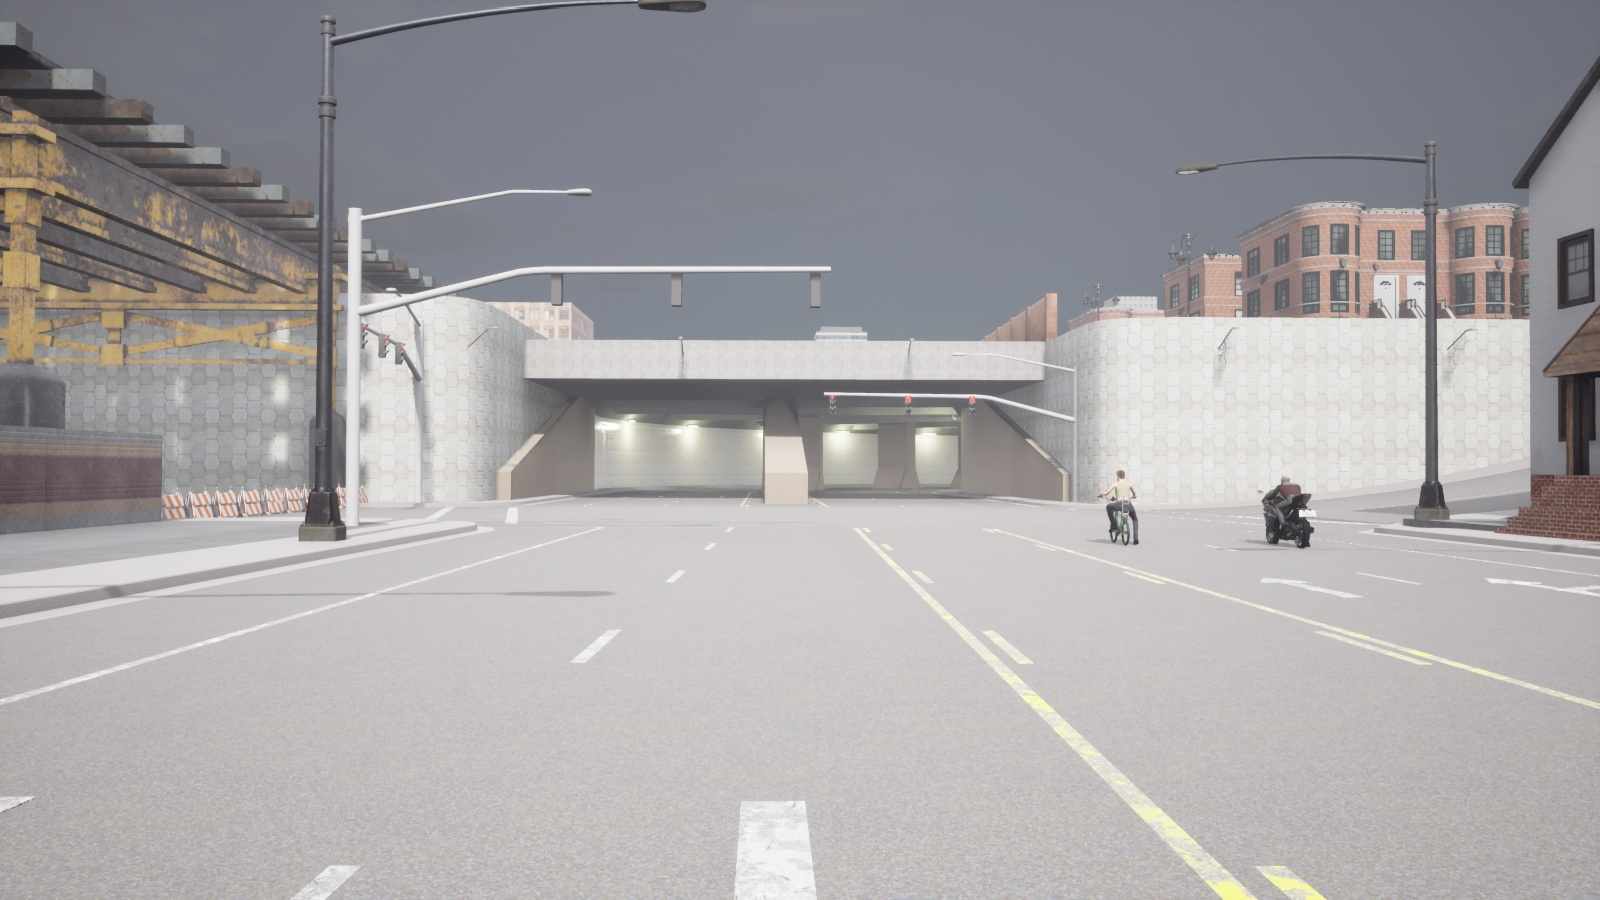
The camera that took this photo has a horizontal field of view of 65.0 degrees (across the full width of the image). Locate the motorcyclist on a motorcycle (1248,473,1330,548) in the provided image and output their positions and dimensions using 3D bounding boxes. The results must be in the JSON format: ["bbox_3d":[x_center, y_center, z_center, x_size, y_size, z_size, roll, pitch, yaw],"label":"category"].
[{"bbox_3d":[10.422,1.258,26.851,0.866,1.530,2.191,0,-1,0],"label":"motorcyclist on a motorcycle"}]

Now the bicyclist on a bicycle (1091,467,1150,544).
[{"bbox_3d":[6.927,1.179,27.175,0.866,1.612,1.509,0,-1,-1],"label":"bicyclist on a bicycle"}]
